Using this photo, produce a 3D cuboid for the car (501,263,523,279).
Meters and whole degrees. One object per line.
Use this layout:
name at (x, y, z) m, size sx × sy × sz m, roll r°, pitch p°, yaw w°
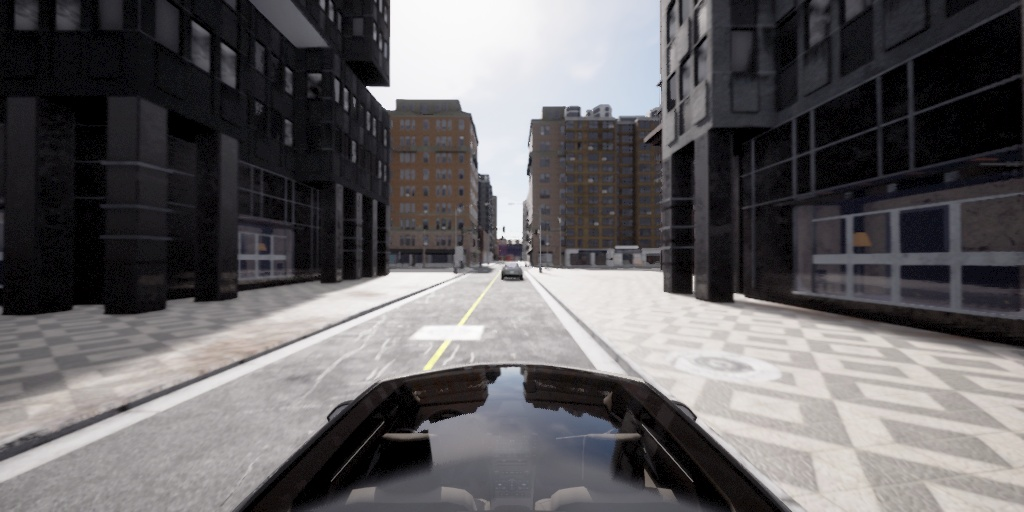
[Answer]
car at (0.009, 1.343, 32.254) m, size 1.994 × 1.385 × 4.181 m, roll 0°, pitch 0°, yaw 1°
